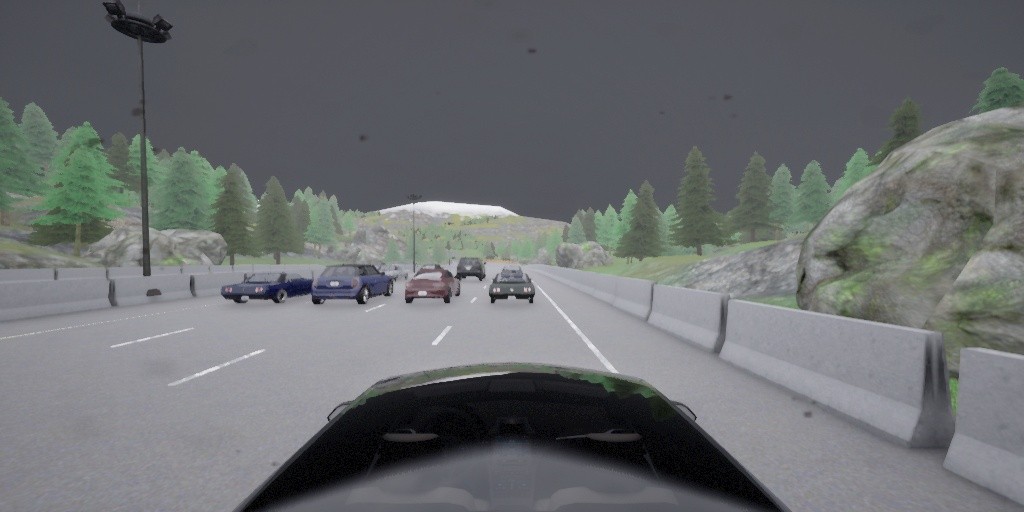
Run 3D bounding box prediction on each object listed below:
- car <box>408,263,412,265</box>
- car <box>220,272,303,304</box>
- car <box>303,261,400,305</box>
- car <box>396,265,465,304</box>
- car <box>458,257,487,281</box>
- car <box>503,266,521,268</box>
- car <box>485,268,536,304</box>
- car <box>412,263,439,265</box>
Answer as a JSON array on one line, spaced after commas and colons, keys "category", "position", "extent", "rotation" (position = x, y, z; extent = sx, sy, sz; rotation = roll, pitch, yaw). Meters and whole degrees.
[{"category": "car", "position": [-10.500, 1.480, 31.347], "extent": [1.895, 1.301, 4.718], "rotation": [0, -1, 0]}, {"category": "car", "position": [-10.500, 1.375, 16.334], "extent": [1.895, 1.301, 4.718], "rotation": [0, 0, 0]}, {"category": "car", "position": [-7.000, 1.126, 16.275], "extent": [2.097, 1.767, 4.553], "rotation": [0, 0, 0]}, {"category": "car", "position": [-3.500, 1.293, 16.305], "extent": [1.812, 1.442, 4.674], "rotation": [0, 0, 0]}, {"category": "car", "position": [-3.500, 1.123, 31.348], "extent": [2.150, 2.045, 5.566], "rotation": [0, -1, 0]}, {"category": "car", "position": [0.000, 1.482, 31.347], "extent": [1.895, 1.301, 4.718], "rotation": [0, -1, 0]}, {"category": "car", "position": [0.000, 1.377, 16.334], "extent": [1.895, 1.301, 4.718], "rotation": [0, 0, 0]}, {"category": "car", "position": [-7.000, 1.397, 31.318], "extent": [1.812, 1.442, 4.674], "rotation": [0, -1, 0]}]
